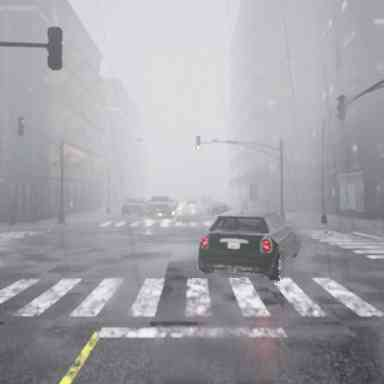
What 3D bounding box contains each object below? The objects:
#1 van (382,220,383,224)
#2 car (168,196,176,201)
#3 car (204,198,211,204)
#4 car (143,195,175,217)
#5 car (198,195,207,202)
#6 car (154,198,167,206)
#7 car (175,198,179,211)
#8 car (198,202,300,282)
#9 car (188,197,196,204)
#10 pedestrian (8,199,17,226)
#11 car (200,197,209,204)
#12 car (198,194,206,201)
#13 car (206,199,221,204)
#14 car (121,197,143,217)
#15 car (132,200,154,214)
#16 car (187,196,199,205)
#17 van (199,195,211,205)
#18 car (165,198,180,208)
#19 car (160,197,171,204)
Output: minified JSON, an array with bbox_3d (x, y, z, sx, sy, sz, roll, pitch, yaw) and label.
[{"bbox_3d":[13.766,1.352,20.056,3.998,1.788,1.690,0,-1,0],"label":"van"},{"bbox_3d":[-5.666,1.879,94.560,1.887,1.381,4.507,1,0,0],"label":"car"},{"bbox_3d":[2.706,1.717,38.808,1.802,1.307,4.206,1,0,0],"label":"car"},{"bbox_3d":[-3.116,1.336,32.930,2.150,2.045,5.566,0,0,0],"label":"car"},{"bbox_3d":[2.716,1.629,88.948,2.192,1.841,5.009,1,0,0],"label":"car"},{"bbox_3d":[-5.671,1.780,61.133,1.947,1.339,4.313,1,0,0],"label":"car"},{"bbox_3d":[-3.063,1.500,42.499,2.097,1.767,4.553,0,0,0],"label":"car"},{"bbox_3d":[1.908,1.310,10.130,2.097,1.767,4.553,0,1,24],"label":"car"},{"bbox_3d":[0.010,1.754,72.414,1.837,1.490,4.892,0,0,0],"label":"car"},{"bbox_3d":[-12.526,1.414,23.204,0.375,1.860,0.375,0,-1,0],"label":"pedestrian"},{"bbox_3d":[2.711,1.798,72.234,1.887,1.381,4.507,1,0,0],"label":"car"},{"bbox_3d":[2.717,1.649,94.519,2.192,1.841,5.009,1,0,0],"label":"car"},{"bbox_3d":[2.705,1.682,33.237,1.947,1.339,4.313,1,0,0],"label":"car"},{"bbox_3d":[-5.671,1.431,33.279,2.192,1.841,5.009,1,0,0],"label":"car"},{"bbox_3d":[-5.674,1.680,38.849,1.887,1.381,4.507,1,0,0],"label":"car"},{"bbox_3d":[0.008,1.696,62.342,1.882,1.535,5.008,0,0,0],"label":"car"},{"bbox_3d":[2.712,1.555,61.094,1.690,1.788,3.998,1,0,0],"label":"van"},{"bbox_3d":[-2.993,1.675,52.568,2.128,1.511,4.902,0,0,0],"label":"car"},{"bbox_3d":[-5.670,1.820,72.275,1.947,1.339,4.313,1,0,0],"label":"car"}]
